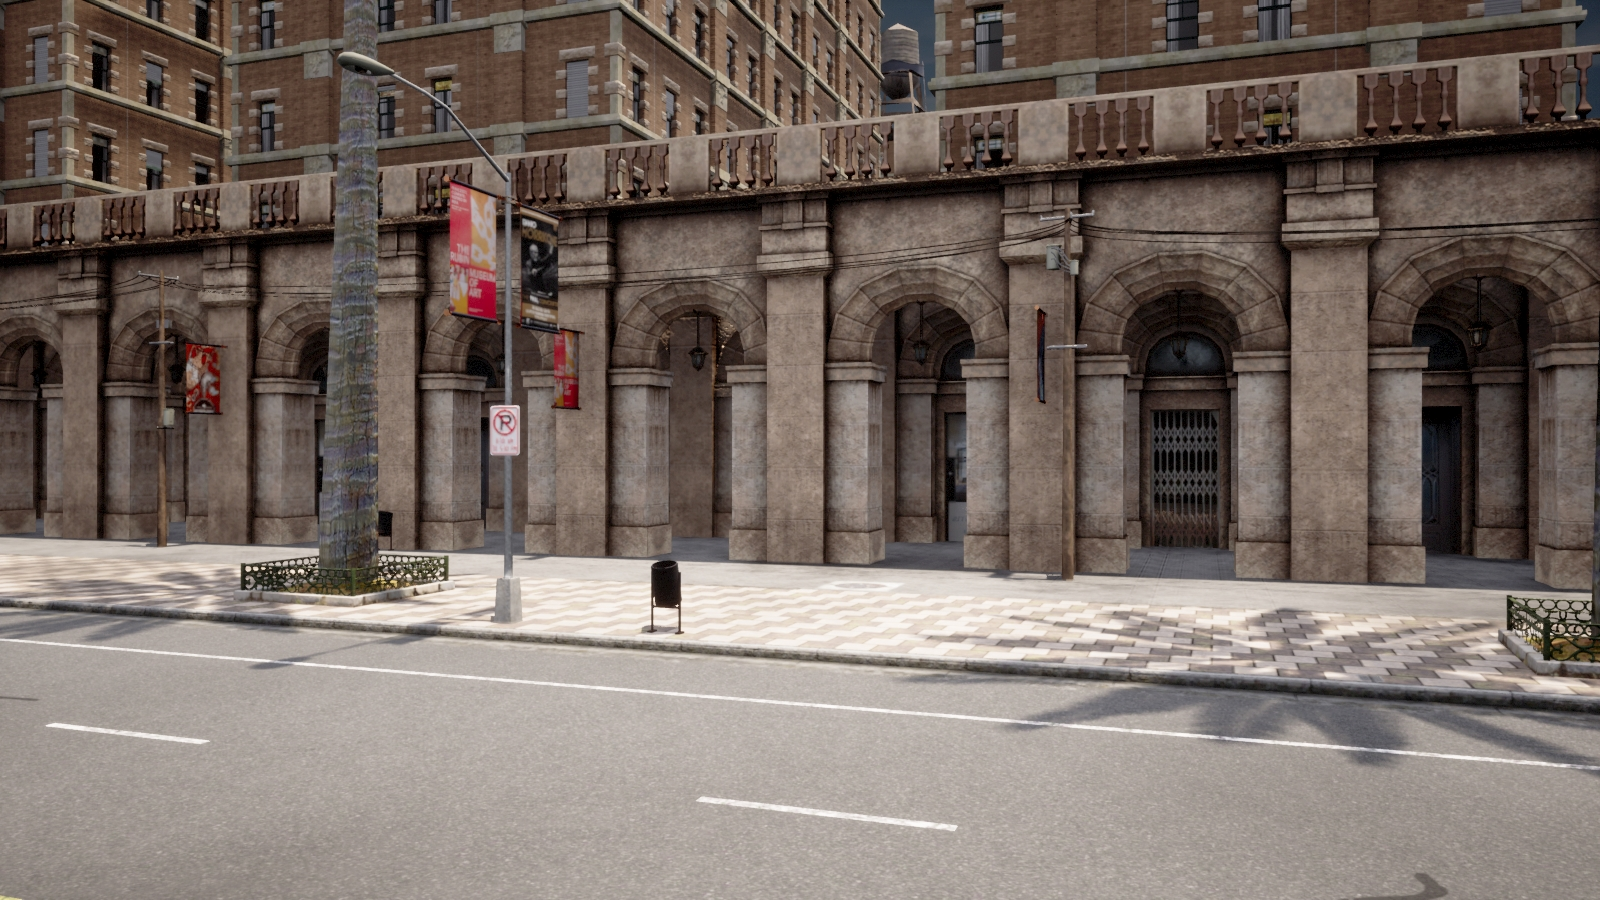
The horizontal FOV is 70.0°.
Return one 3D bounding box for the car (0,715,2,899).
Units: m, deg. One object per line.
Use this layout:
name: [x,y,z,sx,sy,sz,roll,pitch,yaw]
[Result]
car: [-6.274,2.069,5.584,4.193,1.474,1.816,0,0,20]
